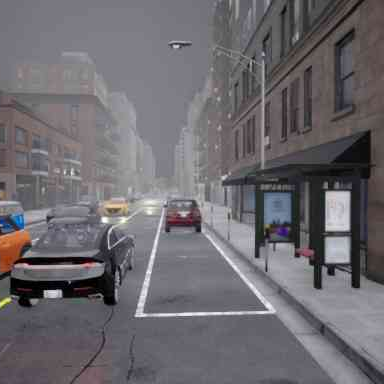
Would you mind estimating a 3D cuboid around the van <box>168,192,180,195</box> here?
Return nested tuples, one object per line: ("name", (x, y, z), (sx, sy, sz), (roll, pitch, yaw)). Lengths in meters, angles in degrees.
("van", (-1.749, 1.234, 35.502), (1.690, 1.788, 3.998), (0, 0, -4))

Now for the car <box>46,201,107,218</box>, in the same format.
("car", (-6.023, 1.438, 17.557), (1.837, 1.490, 4.892), (0, 0, -4))

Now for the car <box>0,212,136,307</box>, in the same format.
("car", (-2.478, 1.468, 7.932), (2.128, 1.511, 4.902), (0, 0, -4))

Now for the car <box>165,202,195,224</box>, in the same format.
("car", (-0.970, 1.481, 24.719), (2.008, 1.369, 4.403), (0, 0, -4))

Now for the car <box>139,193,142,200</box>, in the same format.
("car", (-12.505, 1.318, 72.674), (1.802, 1.307, 4.206), (0, 0, -4))

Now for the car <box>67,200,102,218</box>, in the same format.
("car", (-9.437, 1.429, 29.533), (1.887, 1.381, 4.507), (0, 0, -4))

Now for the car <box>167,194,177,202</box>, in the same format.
("car", (-4.088, 1.222, 67.855), (1.967, 1.590, 4.097), (0, 0, -4))

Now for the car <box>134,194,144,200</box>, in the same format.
("car", (-13.272, 1.250, 83.459), (2.008, 1.369, 4.403), (0, 0, -4))

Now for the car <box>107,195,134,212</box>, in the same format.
("car", (-6.981, 1.365, 31.252), (1.882, 1.535, 5.008), (0, 0, -4))

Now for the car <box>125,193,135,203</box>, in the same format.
("car", (-11.354, 1.358, 56.496), (1.947, 1.339, 4.313), (0, 0, -4))

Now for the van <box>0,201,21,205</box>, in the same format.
("van", (-8.286, 1.280, 13.354), (1.690, 1.788, 3.998), (0, 0, -4))

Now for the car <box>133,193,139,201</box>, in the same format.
("car", (-11.737, 1.088, 61.888), (2.192, 1.841, 5.009), (0, 0, -4))

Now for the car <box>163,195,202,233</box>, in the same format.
("car", (-0.579, 1.263, 19.326), (2.192, 1.841, 5.009), (0, 0, -4))

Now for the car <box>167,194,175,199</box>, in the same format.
("car", (-5.648, 1.260, 89.424), (2.008, 1.369, 4.403), (0, 0, -4))

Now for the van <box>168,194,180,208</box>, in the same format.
("van", (-2.528, 1.197, 46.287), (1.690, 1.788, 3.998), (0, 0, -4))

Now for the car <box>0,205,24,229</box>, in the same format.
("car", (-5.320, 1.321, 7.211), (2.097, 1.767, 4.553), (0, 0, -3))

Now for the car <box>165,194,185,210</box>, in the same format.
("car", (-2.138, 1.190, 40.895), (2.192, 1.841, 5.009), (0, 0, -4))
